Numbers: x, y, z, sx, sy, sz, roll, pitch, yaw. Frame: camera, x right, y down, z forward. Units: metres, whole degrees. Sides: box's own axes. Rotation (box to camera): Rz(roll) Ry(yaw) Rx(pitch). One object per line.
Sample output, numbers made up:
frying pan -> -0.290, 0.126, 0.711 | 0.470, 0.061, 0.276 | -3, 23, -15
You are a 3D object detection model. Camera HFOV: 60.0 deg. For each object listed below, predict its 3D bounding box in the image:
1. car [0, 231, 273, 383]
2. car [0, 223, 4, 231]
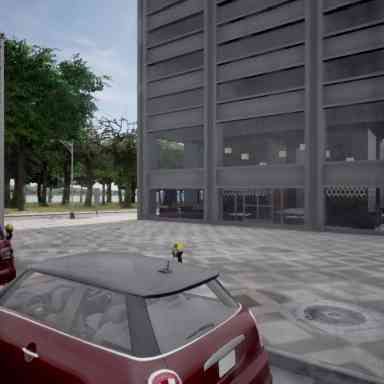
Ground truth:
car -> -1.287, 1.440, 3.879 | 4.097, 1.590, 1.967 | 0, 0, 35
car -> -5.715, 1.315, 7.036 | 5.009, 1.841, 2.192 | 0, 0, 35
